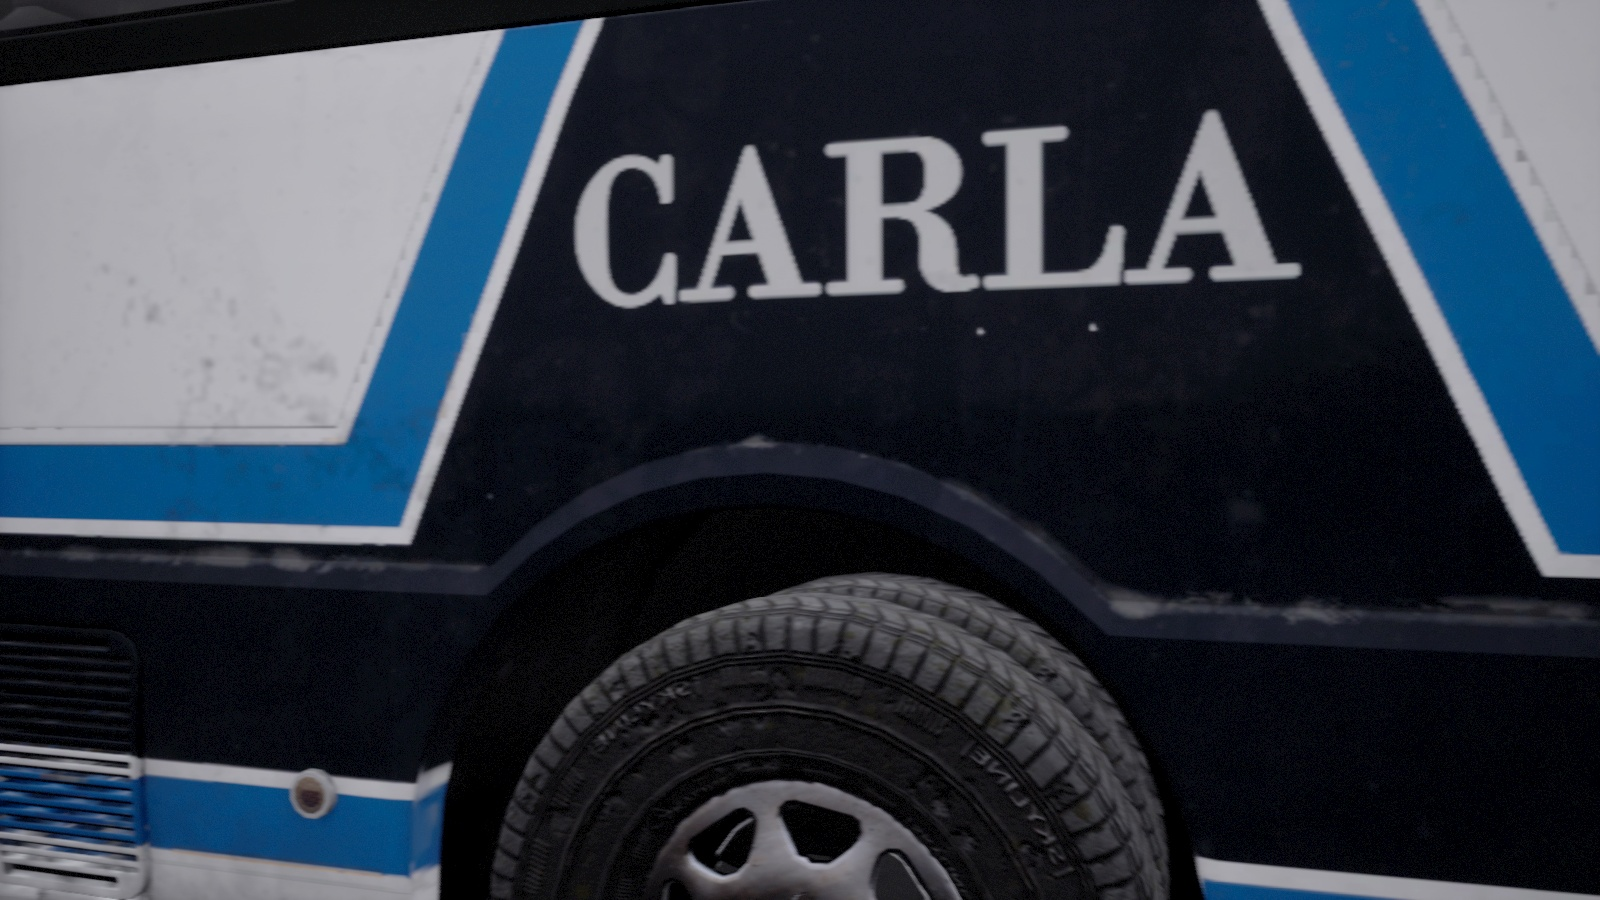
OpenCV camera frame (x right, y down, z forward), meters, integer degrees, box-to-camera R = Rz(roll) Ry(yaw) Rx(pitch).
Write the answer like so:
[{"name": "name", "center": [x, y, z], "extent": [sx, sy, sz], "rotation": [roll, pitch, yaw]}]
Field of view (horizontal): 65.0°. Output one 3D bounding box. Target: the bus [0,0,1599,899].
[{"name": "bus", "center": [-2.129, -0.635, 4.388], "extent": [10.273, 4.253, 3.944], "rotation": [0, 1, 18]}]
